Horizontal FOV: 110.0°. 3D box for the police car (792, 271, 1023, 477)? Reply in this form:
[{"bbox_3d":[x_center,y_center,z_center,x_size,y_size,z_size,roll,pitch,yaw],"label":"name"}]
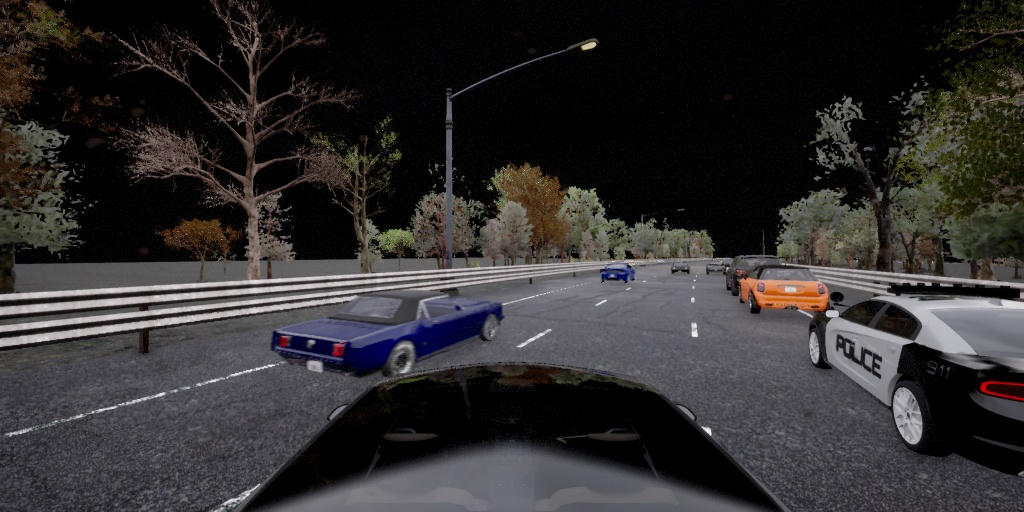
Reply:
[{"bbox_3d":[5.599,1.175,4.688,1.930,1.638,5.238,0,0,26],"label":"police car"}]

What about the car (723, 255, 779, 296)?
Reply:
[{"bbox_3d":[12.609,0.978,18.758,2.150,2.045,5.566,0,0,27],"label":"car"}]

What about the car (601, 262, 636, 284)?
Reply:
[{"bbox_3d":[8.248,1.234,27.590,1.882,1.535,5.008,0,0,27],"label":"car"}]

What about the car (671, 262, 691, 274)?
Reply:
[{"bbox_3d":[19.259,1.370,40.818,1.895,1.301,4.718,0,0,28],"label":"car"}]

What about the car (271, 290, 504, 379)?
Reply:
[{"bbox_3d":[-1.954,1.350,7.317,1.895,1.301,4.718,0,0,26],"label":"car"}]

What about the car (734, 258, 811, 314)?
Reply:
[{"bbox_3d":[9.906,1.102,13.419,2.097,1.767,4.553,0,0,27],"label":"car"}]

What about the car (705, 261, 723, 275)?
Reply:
[{"bbox_3d":[22.372,1.262,39.341,2.128,1.511,4.902,0,0,29],"label":"car"}]
